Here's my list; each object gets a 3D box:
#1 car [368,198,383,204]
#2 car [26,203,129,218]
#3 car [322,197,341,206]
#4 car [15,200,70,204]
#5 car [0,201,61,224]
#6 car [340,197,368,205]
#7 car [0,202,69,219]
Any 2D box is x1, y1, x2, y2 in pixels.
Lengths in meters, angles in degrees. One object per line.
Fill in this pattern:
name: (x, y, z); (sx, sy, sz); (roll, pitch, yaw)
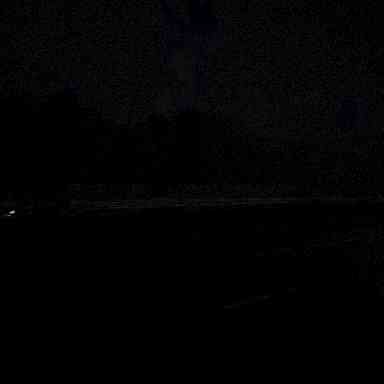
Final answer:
car: (25.555, 1.434, 43.679); (4.674, 1.442, 1.812); (0, 0, -35)
car: (-5.572, 1.492, 17.207); (4.902, 1.511, 2.128); (0, 0, -35)
car: (21.088, 1.436, 49.076); (4.674, 1.442, 1.812); (0, 0, -35)
car: (-10.206, 1.351, 22.500); (4.553, 1.767, 2.097); (0, 0, -35)
car: (-12.717, 1.476, 25.006); (5.008, 1.535, 1.882); (0, 0, -35)
car: (23.527, 1.455, 46.523); (5.357, 1.411, 2.033); (0, 0, -35)
car: (-8.383, 1.547, 19.506); (5.357, 1.411, 2.033); (0, 0, -35)
